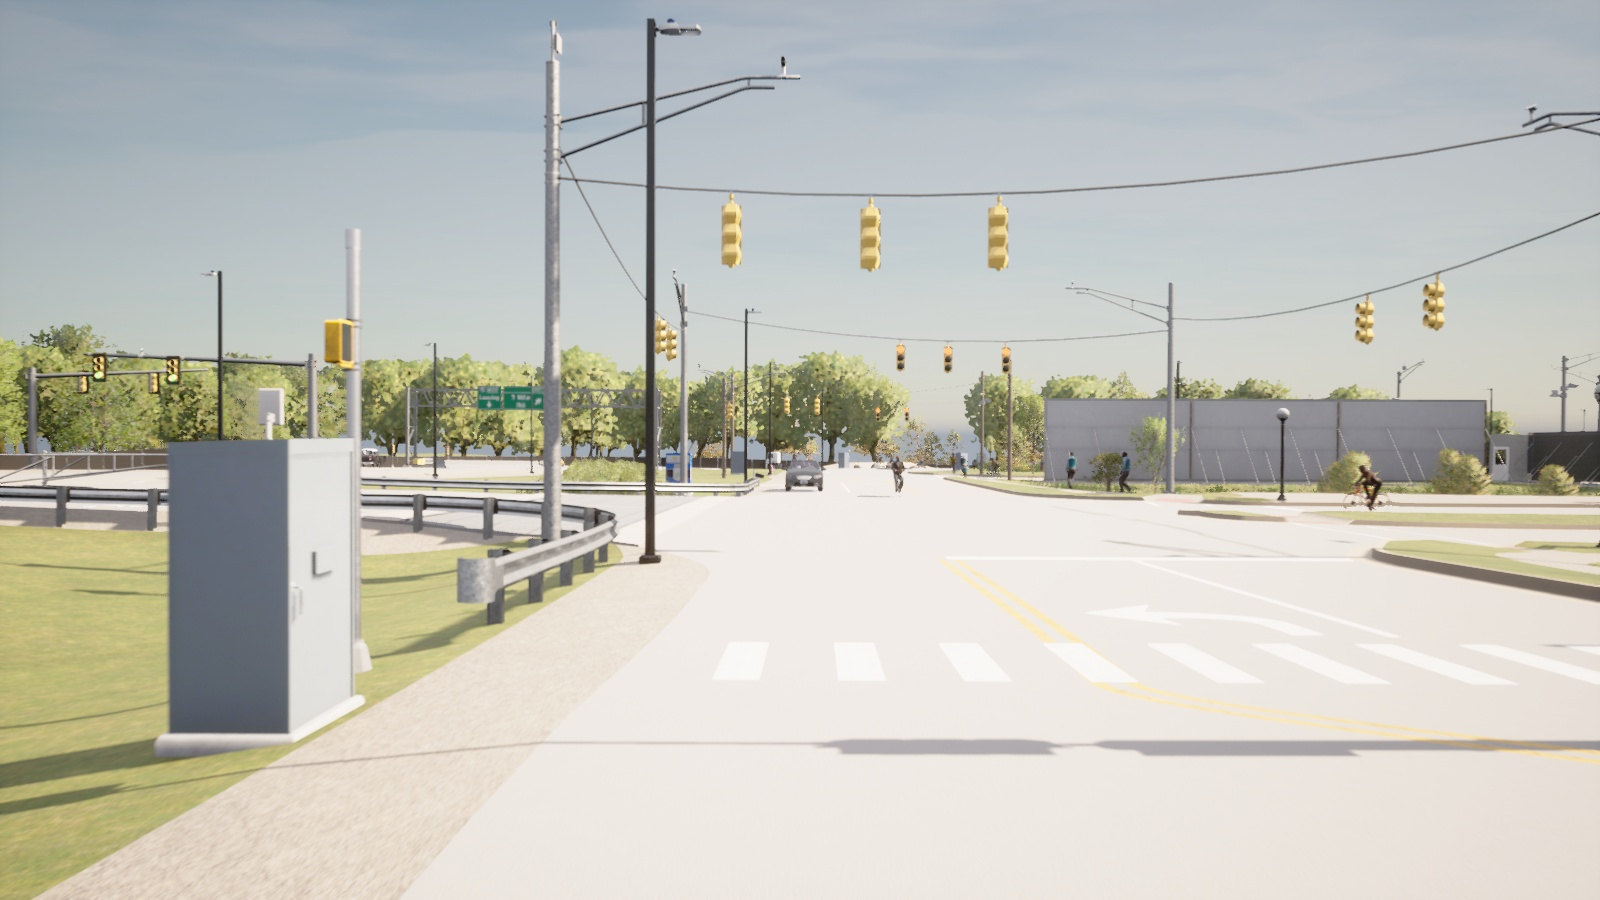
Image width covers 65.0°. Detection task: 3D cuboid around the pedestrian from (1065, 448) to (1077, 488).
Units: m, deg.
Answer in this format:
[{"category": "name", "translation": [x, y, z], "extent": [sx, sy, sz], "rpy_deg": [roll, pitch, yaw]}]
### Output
[{"category": "pedestrian", "translation": [13.124, 0.868, 60.770], "extent": [0.396, 1.930, 0.692], "rpy_deg": [0, 1, -1]}]

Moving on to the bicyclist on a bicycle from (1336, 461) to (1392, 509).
[{"category": "bicyclist on a bicycle", "translation": [19.277, 1.187, 42.960], "extent": [1.656, 1.620, 0.582], "rpy_deg": [0, 0, -3]}]

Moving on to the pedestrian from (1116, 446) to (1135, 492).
[{"category": "pedestrian", "translation": [13.986, 0.816, 53.895], "extent": [0.692, 1.930, 0.396], "rpy_deg": [0, 1, 36]}]

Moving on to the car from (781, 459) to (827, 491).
[{"category": "car", "translation": [0.230, 1.203, 61.703], "extent": [2.128, 1.511, 4.902], "rpy_deg": [0, 0, 1]}]
